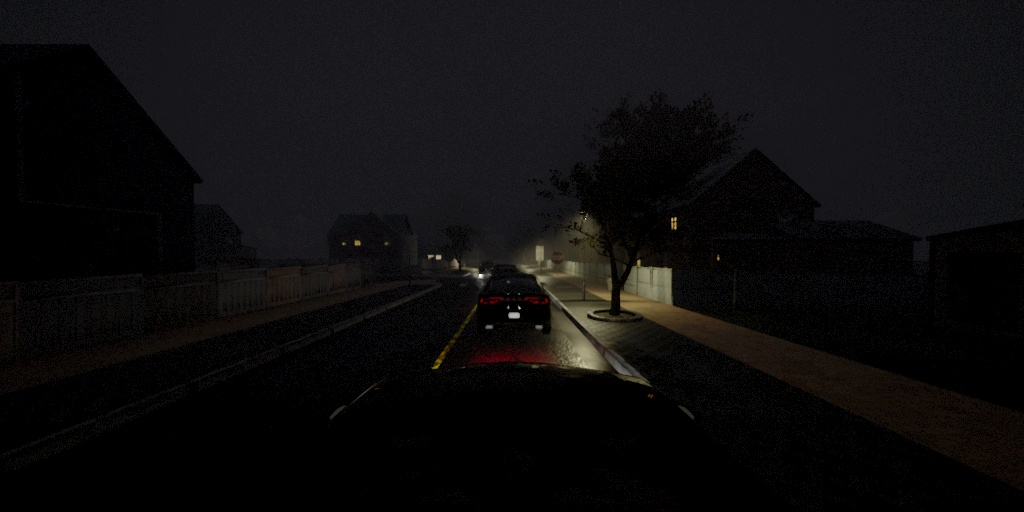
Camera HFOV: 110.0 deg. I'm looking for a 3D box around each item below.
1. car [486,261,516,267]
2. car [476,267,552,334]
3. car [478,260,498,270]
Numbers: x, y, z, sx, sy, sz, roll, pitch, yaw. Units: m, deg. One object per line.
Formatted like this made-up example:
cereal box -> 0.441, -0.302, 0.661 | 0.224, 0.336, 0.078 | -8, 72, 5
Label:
car -> -0.527, 1.278, 23.744 | 1.837, 1.490, 4.892 | 0, 0, -7
car -> 0.057, 1.235, 10.741 | 1.882, 1.535, 5.008 | 0, 0, 0
car -> -2.943, 1.321, 42.961 | 1.837, 1.490, 4.892 | 0, 0, 0
